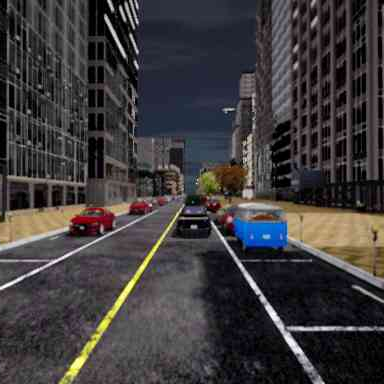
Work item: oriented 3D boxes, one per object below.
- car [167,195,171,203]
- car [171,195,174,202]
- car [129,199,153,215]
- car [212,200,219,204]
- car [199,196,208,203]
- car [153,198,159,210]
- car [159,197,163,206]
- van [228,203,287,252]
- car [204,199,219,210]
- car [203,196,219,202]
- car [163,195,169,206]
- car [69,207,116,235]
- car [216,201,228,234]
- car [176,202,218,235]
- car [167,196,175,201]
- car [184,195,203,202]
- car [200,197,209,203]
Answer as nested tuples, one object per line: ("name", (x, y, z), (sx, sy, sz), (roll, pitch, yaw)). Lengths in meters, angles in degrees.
("car", (-5.669, 1.652, 63.721), (1.967, 1.590, 4.097), (0, 0, 0))
("car", (-5.667, 1.772, 74.629), (1.752, 1.417, 4.829), (0, 0, 0))
("car", (-5.677, 1.665, 36.024), (1.887, 1.381, 4.507), (0, 0, 0))
("car", (2.700, 1.609, 25.114), (1.752, 1.417, 4.829), (0, 0, 0))
("car", (2.716, 1.705, 80.336), (1.967, 1.590, 4.097), (0, 0, 0))
("car", (-5.675, 1.579, 41.564), (1.967, 1.590, 4.097), (0, 0, 0))
("car", (-5.674, 1.708, 47.102), (2.008, 1.369, 4.403), (0, 0, 0))
("van", (2.698, 1.388, 13.866), (1.690, 1.788, 3.998), (0, 0, 0))
("car", (2.706, 1.682, 47.270), (1.752, 1.417, 4.829), (0, 0, 0))
("car", (2.705, 1.578, 41.562), (1.967, 1.590, 4.097), (0, 0, 0))
("car", (-5.671, 1.738, 58.181), (1.887, 1.381, 4.507), (0, 0, 0))
("car", (-5.681, 1.610, 19.407), (1.887, 1.381, 4.507), (0, 0, 0))
("car", (2.699, 1.505, 19.405), (1.967, 1.590, 4.097), (0, 0, 0))
("car", (0.105, 1.556, 19.235), (2.128, 1.511, 4.902), (0, 0, 0))
("car", (-5.662, 1.868, 91.416), (1.947, 1.339, 4.313), (0, 0, 0))
("car", (0.110, 1.366, 43.338), (2.150, 2.045, 5.566), (0, 0, 0))
("car", (2.713, 1.792, 74.797), (1.887, 1.381, 4.507), (0, 0, 0))
